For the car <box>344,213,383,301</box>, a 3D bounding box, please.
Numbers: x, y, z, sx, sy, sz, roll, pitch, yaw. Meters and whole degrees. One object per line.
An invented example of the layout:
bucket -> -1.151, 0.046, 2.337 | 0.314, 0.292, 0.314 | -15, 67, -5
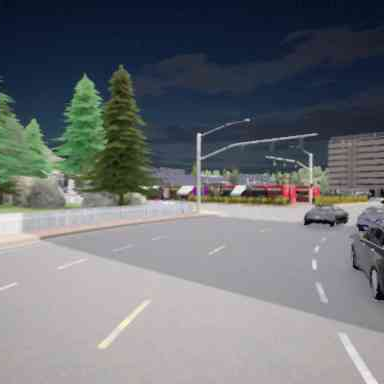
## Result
car -> 5.099, 1.511, 8.004 | 1.837, 1.490, 4.892 | 0, 0, 17

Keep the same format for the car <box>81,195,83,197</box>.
car -> -20.603, 0.995, 67.055 | 4.553, 1.767, 2.097 | 1, 0, 44

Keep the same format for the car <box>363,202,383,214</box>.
car -> 11.157, 1.554, 19.615 | 2.033, 1.411, 5.357 | 1, 0, 39

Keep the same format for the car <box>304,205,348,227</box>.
car -> 9.231, 1.546, 22.677 | 1.994, 1.385, 4.181 | 1, 0, 40

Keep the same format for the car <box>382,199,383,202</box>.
car -> 37.262, 1.575, 62.480 | 2.033, 1.411, 5.357 | 1, 0, 44
